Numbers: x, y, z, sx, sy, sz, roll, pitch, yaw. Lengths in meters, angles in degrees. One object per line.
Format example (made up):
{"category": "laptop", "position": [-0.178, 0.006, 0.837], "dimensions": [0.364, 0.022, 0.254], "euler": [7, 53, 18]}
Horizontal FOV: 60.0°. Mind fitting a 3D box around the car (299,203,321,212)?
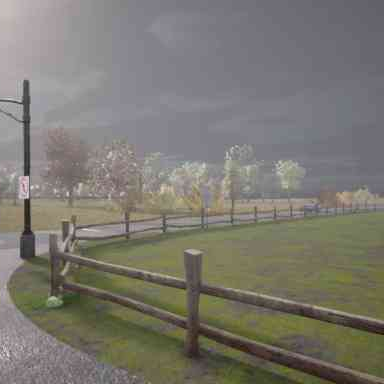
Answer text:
{"category": "car", "position": [18.897, 2.449, 52.982], "dimensions": [2.033, 1.411, 5.357], "euler": [-1, -2, 40]}
